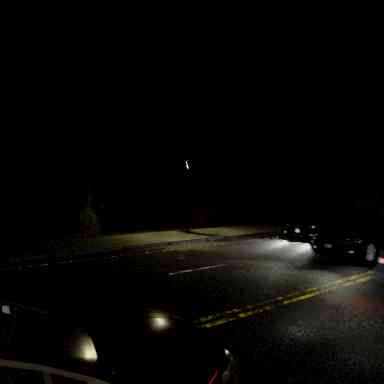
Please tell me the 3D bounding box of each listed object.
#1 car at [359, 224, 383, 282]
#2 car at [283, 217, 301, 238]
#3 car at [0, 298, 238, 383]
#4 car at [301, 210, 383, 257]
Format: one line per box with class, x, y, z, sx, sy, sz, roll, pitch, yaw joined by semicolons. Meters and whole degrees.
car;6.574;1.550;8.179;5.357;1.411;2.033;0;0;-35
car;6.403;1.568;16.236;4.181;1.385;1.994;0;0;-35
car;-1.813;1.491;2.144;4.902;1.511;2.128;0;0;-36
car;6.459;1.481;12.284;5.008;1.535;1.882;0;0;-35
